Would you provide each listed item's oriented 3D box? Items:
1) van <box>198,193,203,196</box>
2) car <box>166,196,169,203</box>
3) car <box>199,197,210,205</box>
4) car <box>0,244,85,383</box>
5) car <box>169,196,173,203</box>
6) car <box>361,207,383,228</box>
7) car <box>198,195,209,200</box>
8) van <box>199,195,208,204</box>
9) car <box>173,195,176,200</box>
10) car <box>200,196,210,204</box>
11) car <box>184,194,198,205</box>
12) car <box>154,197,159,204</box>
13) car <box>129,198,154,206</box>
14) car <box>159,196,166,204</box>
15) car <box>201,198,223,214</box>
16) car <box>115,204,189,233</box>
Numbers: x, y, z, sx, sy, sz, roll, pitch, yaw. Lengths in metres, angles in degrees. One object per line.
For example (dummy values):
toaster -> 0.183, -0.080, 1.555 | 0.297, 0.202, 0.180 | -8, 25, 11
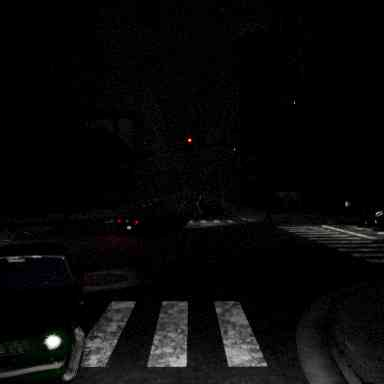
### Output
van -> 2.366, 1.424, 58.134 | 1.690, 1.788, 3.998 | 0, 0, 0
car -> -5.658, 1.634, 58.143 | 2.008, 1.369, 4.403 | 0, 0, 0
car -> 2.373, 1.647, 63.644 | 2.008, 1.369, 4.403 | 0, 0, 0
car -> -2.719, 1.597, 5.214 | 1.895, 1.301, 4.718 | 0, 0, -17
car -> -5.645, 1.552, 69.165 | 1.967, 1.590, 4.097 | 0, 0, 0
car -> 13.001, 1.304, 20.607 | 4.553, 1.767, 2.097 | 0, 0, 0
car -> 2.359, 1.637, 52.623 | 1.947, 1.339, 4.313 | 0, 0, 0
van -> 2.380, 1.453, 69.155 | 1.690, 1.788, 3.998 | 0, 0, 0
car -> -5.630, 1.694, 80.186 | 2.008, 1.369, 4.403 | 0, 0, 0
car -> 2.352, 1.641, 47.112 | 1.802, 1.307, 4.206 | 0, 0, 0
car -> -0.163, 1.601, 63.265 | 1.837, 1.490, 4.892 | 0, 0, 0
car -> -5.679, 1.489, 41.612 | 1.967, 1.590, 4.097 | 0, 0, 0
car -> -5.687, 1.480, 36.101 | 1.967, 1.590, 4.097 | 0, 0, 0
car -> -5.665, 1.653, 52.633 | 1.802, 1.307, 4.206 | 0, 0, 0
car -> 2.338, 1.606, 36.090 | 1.947, 1.339, 4.313 | 0, 0, 0
car -> -2.167, 1.614, 19.672 | 1.895, 1.301, 4.718 | 0, 0, 34
